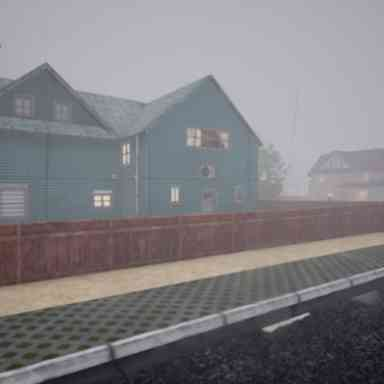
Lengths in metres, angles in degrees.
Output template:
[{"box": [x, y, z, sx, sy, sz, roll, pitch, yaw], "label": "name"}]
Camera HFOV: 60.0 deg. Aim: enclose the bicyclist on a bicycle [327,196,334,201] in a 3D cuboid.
[{"box": [14.385, 1.204, 34.609, 1.656, 1.620, 0.582, -1, 1, -36], "label": "bicyclist on a bicycle"}]
